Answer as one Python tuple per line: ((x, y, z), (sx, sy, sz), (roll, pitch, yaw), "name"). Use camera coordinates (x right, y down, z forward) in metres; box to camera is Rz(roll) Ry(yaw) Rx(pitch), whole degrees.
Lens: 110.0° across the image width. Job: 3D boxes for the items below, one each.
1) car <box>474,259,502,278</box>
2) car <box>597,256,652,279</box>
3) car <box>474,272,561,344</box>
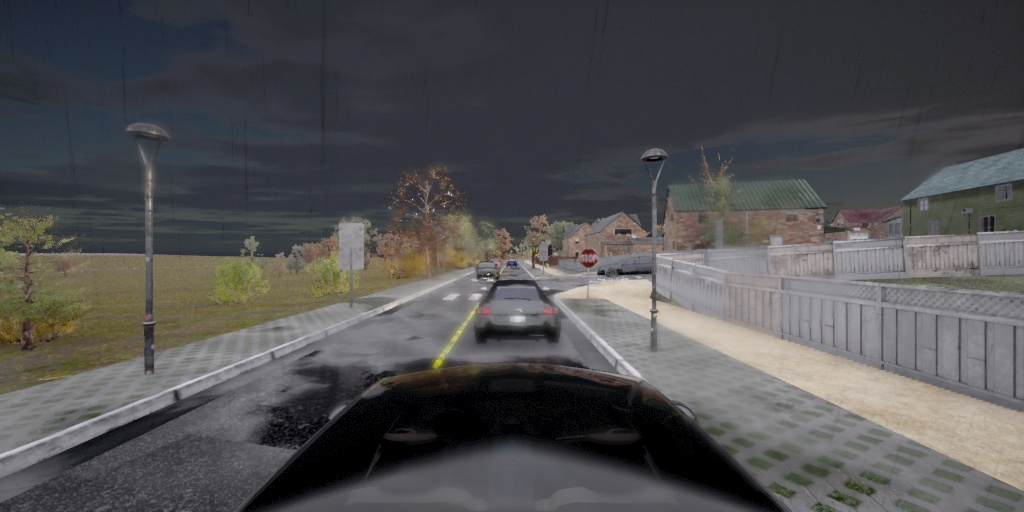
((-2.258, 1.257, 31.554), (1.837, 1.490, 4.892), (0, 0, -8), "car")
((8.580, 0.732, 24.618), (5.357, 1.411, 2.033), (-3, 0, 16), "car")
((0.100, 1.313, 9.630), (1.994, 1.385, 4.181), (0, 0, -1), "car")
